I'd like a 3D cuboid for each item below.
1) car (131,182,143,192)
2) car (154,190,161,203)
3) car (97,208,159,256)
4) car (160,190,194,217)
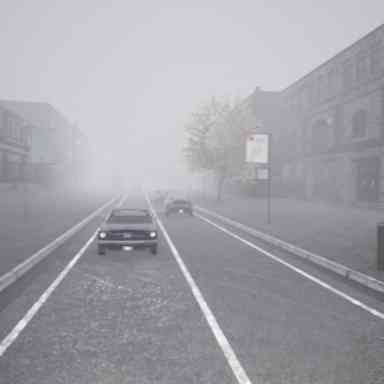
[{"bbox_3d":[-11.954,-1.121,72.257,2.150,2.045,5.566,1,2,-9],"label":"car"},{"bbox_3d":[-3.266,0.455,37.417,2.033,1.411,5.357,1,2,-9],"label":"car"},{"bbox_3d":[-2.215,1.278,11.874,1.895,1.301,4.718,1,1,-9],"label":"car"},{"bbox_3d":[-1.053,0.880,23.791,1.837,1.490,4.892,1,2,-9],"label":"car"}]
